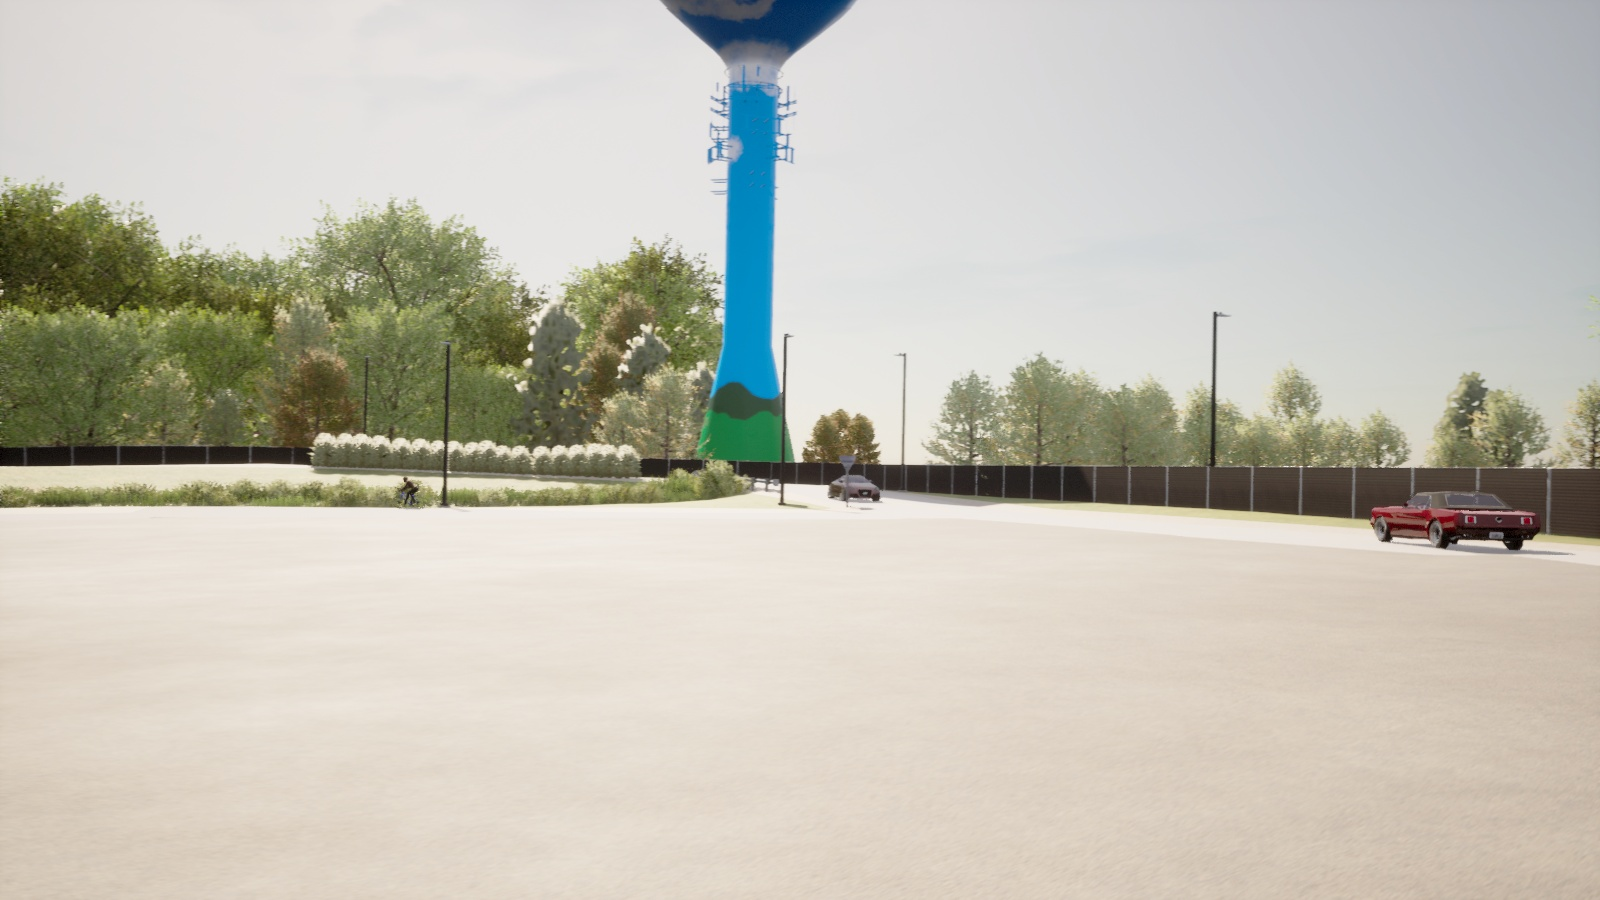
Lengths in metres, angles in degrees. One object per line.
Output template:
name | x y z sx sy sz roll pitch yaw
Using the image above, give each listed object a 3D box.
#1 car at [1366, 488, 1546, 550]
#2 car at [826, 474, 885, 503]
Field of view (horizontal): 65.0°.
car | 15.259 1.567 29.546 1.895 1.301 4.718 1 -2 2
car | 3.010 2.088 69.076 1.994 1.385 4.181 1 1 -16
